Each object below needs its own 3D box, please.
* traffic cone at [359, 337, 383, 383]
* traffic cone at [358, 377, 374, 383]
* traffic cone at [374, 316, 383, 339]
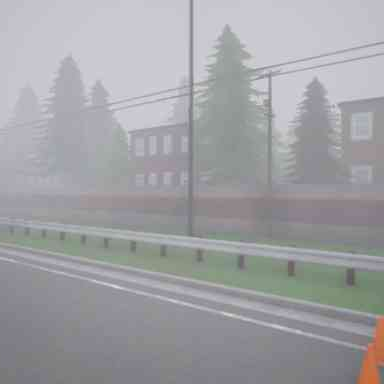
[{"bbox_3d":[1.936,1.955,3.632,0.340,0.580,0.340,0,0,36],"label":"traffic cone"},{"bbox_3d":[1.355,1.955,2.819,0.340,0.580,0.340,0,0,36],"label":"traffic cone"},{"bbox_3d":[2.518,1.956,4.446,0.340,0.580,0.340,0,0,36],"label":"traffic cone"}]
